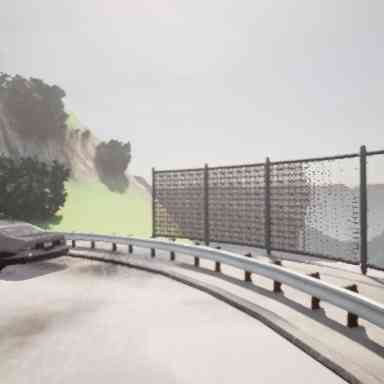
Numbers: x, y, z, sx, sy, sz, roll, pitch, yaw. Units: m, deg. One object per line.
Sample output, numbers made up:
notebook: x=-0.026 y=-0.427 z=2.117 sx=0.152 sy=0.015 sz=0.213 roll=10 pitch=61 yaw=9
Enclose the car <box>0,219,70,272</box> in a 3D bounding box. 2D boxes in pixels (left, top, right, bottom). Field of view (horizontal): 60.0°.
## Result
car: x=-6.541 y=1.604 z=10.674 sx=5.357 sy=1.411 sz=2.033 roll=-1 pitch=0 yaw=22
